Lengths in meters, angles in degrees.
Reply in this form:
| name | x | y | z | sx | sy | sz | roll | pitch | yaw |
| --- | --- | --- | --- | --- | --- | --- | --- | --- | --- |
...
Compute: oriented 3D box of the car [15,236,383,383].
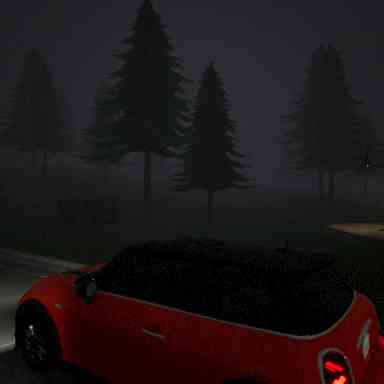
| name | x | y | z | sx | sy | sz | roll | pitch | yaw |
| --- | --- | --- | --- | --- | --- | --- | --- | --- | --- |
| car | -0.212 | 1.353 | 4.137 | 4.553 | 1.767 | 2.097 | 0 | 0 | 36 |
